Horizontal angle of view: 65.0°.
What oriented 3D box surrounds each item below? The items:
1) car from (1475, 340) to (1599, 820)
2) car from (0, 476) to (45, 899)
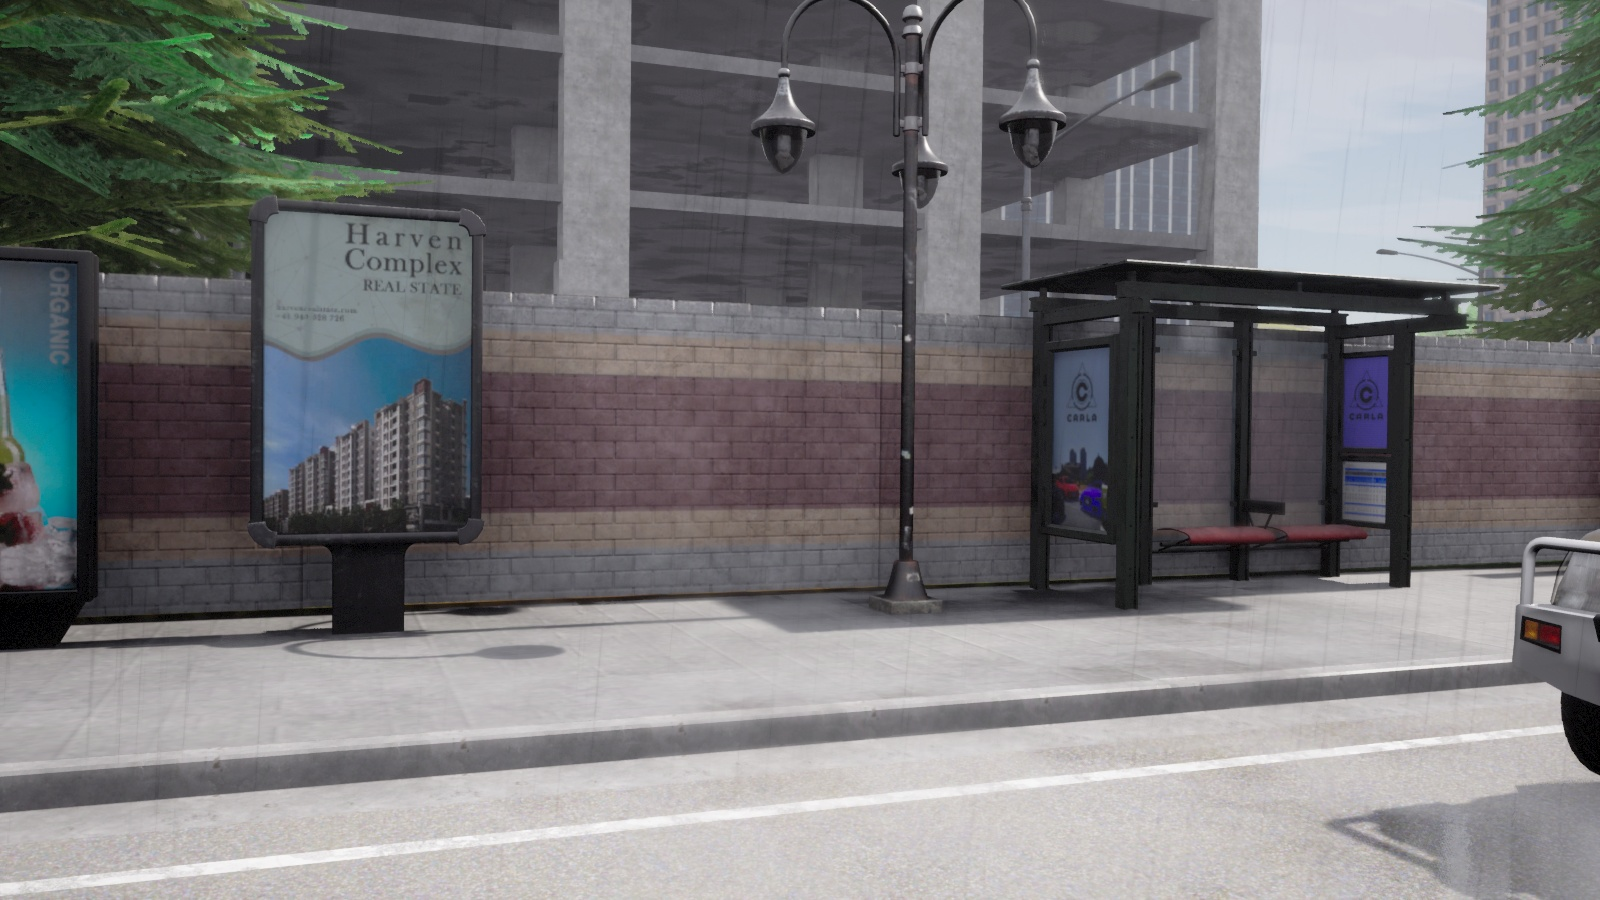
[{"bbox_3d":[5.380,0.471,5.284,4.605,1.855,1.932,-1,1,-21],"label":"car"},{"bbox_3d":[-3.928,0.838,1.747,4.674,1.442,1.812,-1,1,-21],"label":"car"}]
